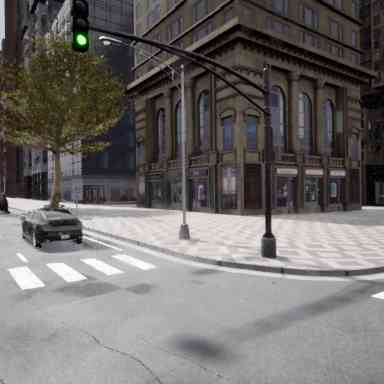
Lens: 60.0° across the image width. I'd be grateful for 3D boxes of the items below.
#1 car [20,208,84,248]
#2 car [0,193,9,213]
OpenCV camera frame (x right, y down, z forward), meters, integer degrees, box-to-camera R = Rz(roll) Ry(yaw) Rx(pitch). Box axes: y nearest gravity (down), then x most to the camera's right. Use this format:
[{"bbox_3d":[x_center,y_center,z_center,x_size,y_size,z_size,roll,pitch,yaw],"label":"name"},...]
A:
[{"bbox_3d":[-6.332,1.472,14.860,1.837,1.490,4.892,-1,1,-36],"label":"car"},{"bbox_3d":[-20.988,1.152,35.363,2.150,2.045,5.566,-1,1,-36],"label":"car"}]
